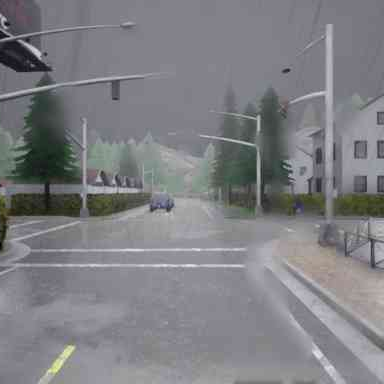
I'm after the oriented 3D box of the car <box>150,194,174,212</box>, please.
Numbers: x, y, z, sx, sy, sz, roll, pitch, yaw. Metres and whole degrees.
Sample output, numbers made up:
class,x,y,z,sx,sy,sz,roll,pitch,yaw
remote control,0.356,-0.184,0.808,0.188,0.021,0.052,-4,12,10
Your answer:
class,x,y,z,sx,sy,sz,roll,pitch,yaw
car,-3.590,1.220,38.954,2.150,2.045,5.566,0,0,0
